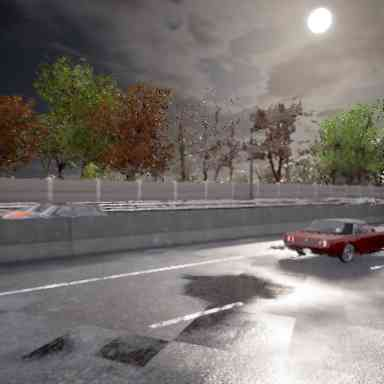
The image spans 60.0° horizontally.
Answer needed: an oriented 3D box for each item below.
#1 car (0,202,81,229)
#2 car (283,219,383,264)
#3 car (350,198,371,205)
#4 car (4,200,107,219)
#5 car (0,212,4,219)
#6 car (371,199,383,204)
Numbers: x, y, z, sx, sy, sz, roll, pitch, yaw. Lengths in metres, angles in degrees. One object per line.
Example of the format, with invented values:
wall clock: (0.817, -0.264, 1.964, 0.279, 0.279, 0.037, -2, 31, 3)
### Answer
car: (-10.272, 1.497, 22.459, 4.902, 1.511, 2.128, 0, 0, -35)
car: (5.519, 1.617, 11.982, 4.718, 1.301, 1.895, 0, 0, -35)
car: (24.285, 1.606, 47.064, 4.674, 1.442, 1.812, 0, 0, -35)
car: (-6.489, 1.357, 16.559, 4.553, 1.767, 2.097, 0, 0, -35)
car: (-8.546, 1.357, 19.391, 4.553, 1.767, 2.097, 0, 0, -35)
car: (26.339, 1.587, 44.231, 4.892, 1.490, 1.837, 1, 0, -35)
